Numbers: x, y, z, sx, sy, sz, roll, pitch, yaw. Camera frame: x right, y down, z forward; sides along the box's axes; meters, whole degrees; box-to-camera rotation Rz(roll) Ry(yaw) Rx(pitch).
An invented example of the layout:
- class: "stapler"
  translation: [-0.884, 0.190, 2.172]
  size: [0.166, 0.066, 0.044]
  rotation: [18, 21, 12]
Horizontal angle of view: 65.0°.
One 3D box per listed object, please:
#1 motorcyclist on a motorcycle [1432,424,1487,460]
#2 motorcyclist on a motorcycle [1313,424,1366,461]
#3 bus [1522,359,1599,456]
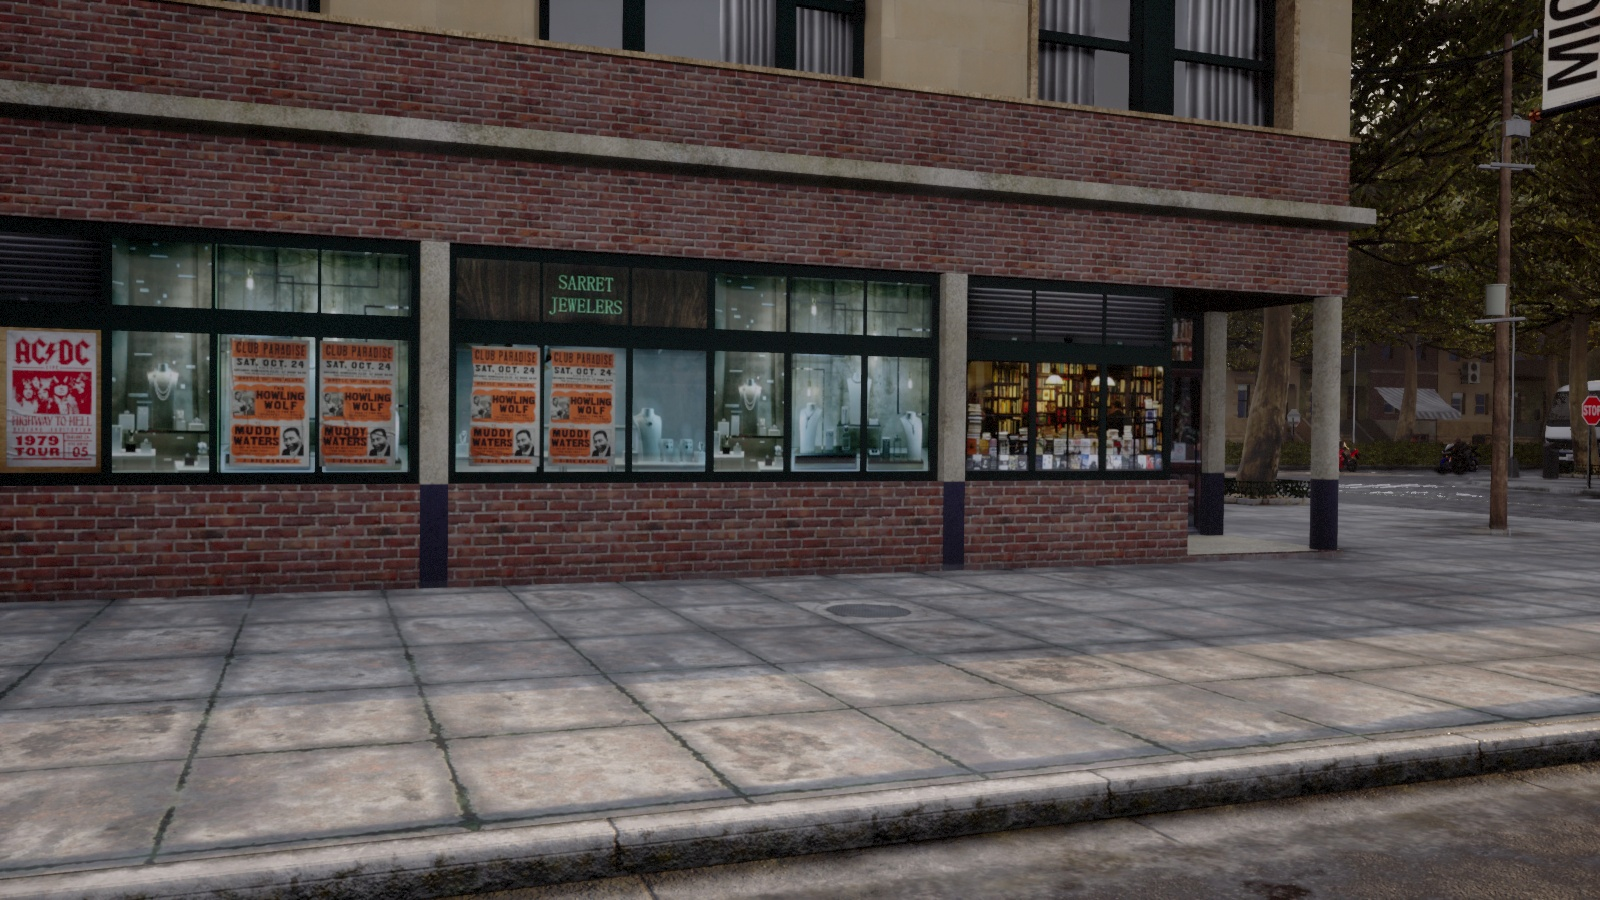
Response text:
- class: "motorcyclist on a motorcycle"
  translation: [28.802, -0.371, 54.854]
  size: [2.191, 1.530, 0.866]
  rotation: [-1, 1, -21]
- class: "motorcyclist on a motorcycle"
  translation: [22.523, -0.316, 52.435]
  size: [2.044, 1.523, 0.797]
  rotation: [-1, 1, -22]
- class: "bus"
  translation: [39.354, -1.961, 58.861]
  size: [10.273, 4.253, 3.944]
  rotation: [-1, 1, -21]
